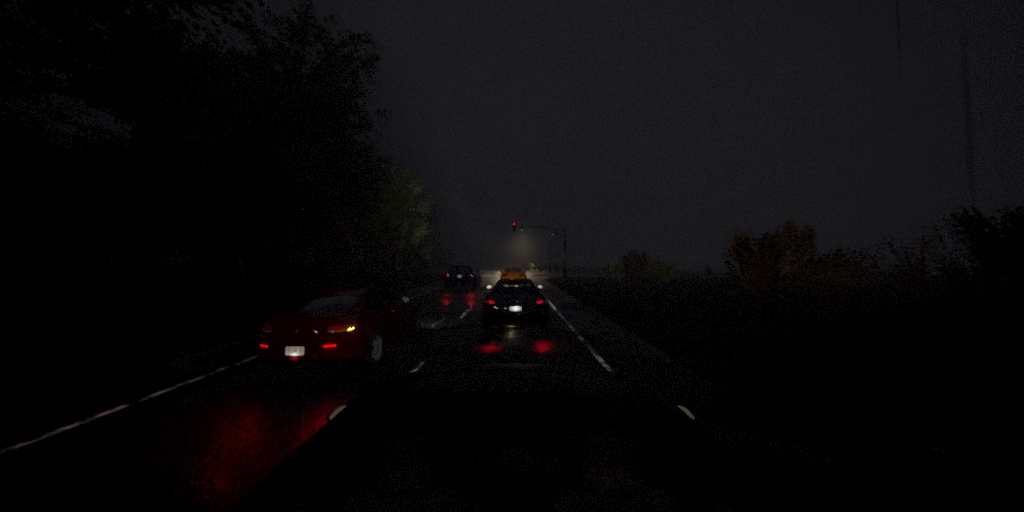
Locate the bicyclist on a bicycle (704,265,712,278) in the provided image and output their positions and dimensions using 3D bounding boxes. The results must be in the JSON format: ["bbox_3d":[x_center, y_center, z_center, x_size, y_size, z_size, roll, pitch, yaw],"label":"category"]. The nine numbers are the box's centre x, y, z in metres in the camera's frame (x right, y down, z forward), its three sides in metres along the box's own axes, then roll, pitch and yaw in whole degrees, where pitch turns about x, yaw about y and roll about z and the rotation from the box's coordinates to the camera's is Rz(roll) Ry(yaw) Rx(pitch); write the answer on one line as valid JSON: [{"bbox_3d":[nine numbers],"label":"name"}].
[{"bbox_3d":[24.309,1.901,44.456,0.582,1.620,1.656,1,-1,0],"label":"bicyclist on a bicycle"}]

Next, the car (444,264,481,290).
[{"bbox_3d":[-3.396,1.376,25.347,2.097,1.767,4.553,0,-1,0],"label":"car"}]

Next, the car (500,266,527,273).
[{"bbox_3d":[0.104,1.520,26.946,1.882,1.535,5.008,0,-1,0],"label":"car"}]

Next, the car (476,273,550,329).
[{"bbox_3d":[0.101,1.430,11.763,1.994,1.385,4.181,0,-1,0],"label":"car"}]

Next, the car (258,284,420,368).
[{"bbox_3d":[-3.399,1.348,7.915,1.812,1.442,4.674,0,-1,0],"label":"car"}]
